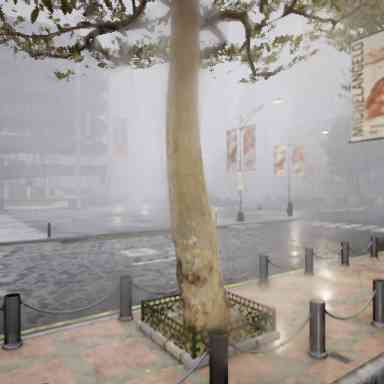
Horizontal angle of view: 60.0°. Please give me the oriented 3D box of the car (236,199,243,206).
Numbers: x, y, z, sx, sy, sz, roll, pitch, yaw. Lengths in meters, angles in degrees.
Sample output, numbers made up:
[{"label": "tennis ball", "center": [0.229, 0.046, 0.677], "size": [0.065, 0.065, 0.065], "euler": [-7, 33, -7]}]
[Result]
[{"label": "car", "center": [6.157, 1.495, 53.189], "size": [1.994, 1.385, 4.181], "euler": [0, 0, -36]}]

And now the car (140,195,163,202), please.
[{"label": "car", "center": [-8.988, 1.410, 73.888], "size": [5.008, 1.535, 1.882], "euler": [0, 0, 30]}]

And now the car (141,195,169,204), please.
[{"label": "car", "center": [-6.771, 1.487, 63.556], "size": [5.357, 1.411, 2.033], "euler": [0, 0, 41]}]

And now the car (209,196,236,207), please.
[{"label": "car", "center": [3.918, 1.442, 50.311], "size": [1.837, 1.490, 4.892], "euler": [0, 0, -36]}]

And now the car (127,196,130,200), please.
[{"label": "car", "center": [-17.564, 1.378, 81.108], "size": [4.892, 1.490, 1.837], "euler": [0, 0, 12]}]

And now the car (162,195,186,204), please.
[{"label": "car", "center": [-3.596, 1.437, 65.364], "size": [4.892, 1.490, 1.837], "euler": [0, 0, 44]}]

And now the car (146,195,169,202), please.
[{"label": "car", "center": [-7.967, 1.452, 77.300], "size": [4.902, 1.511, 2.128], "euler": [0, 0, 26]}]

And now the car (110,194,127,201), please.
[{"label": "car", "center": [-18.523, 1.370, 77.742], "size": [5.008, 1.535, 1.882], "euler": [0, 0, 12]}]
